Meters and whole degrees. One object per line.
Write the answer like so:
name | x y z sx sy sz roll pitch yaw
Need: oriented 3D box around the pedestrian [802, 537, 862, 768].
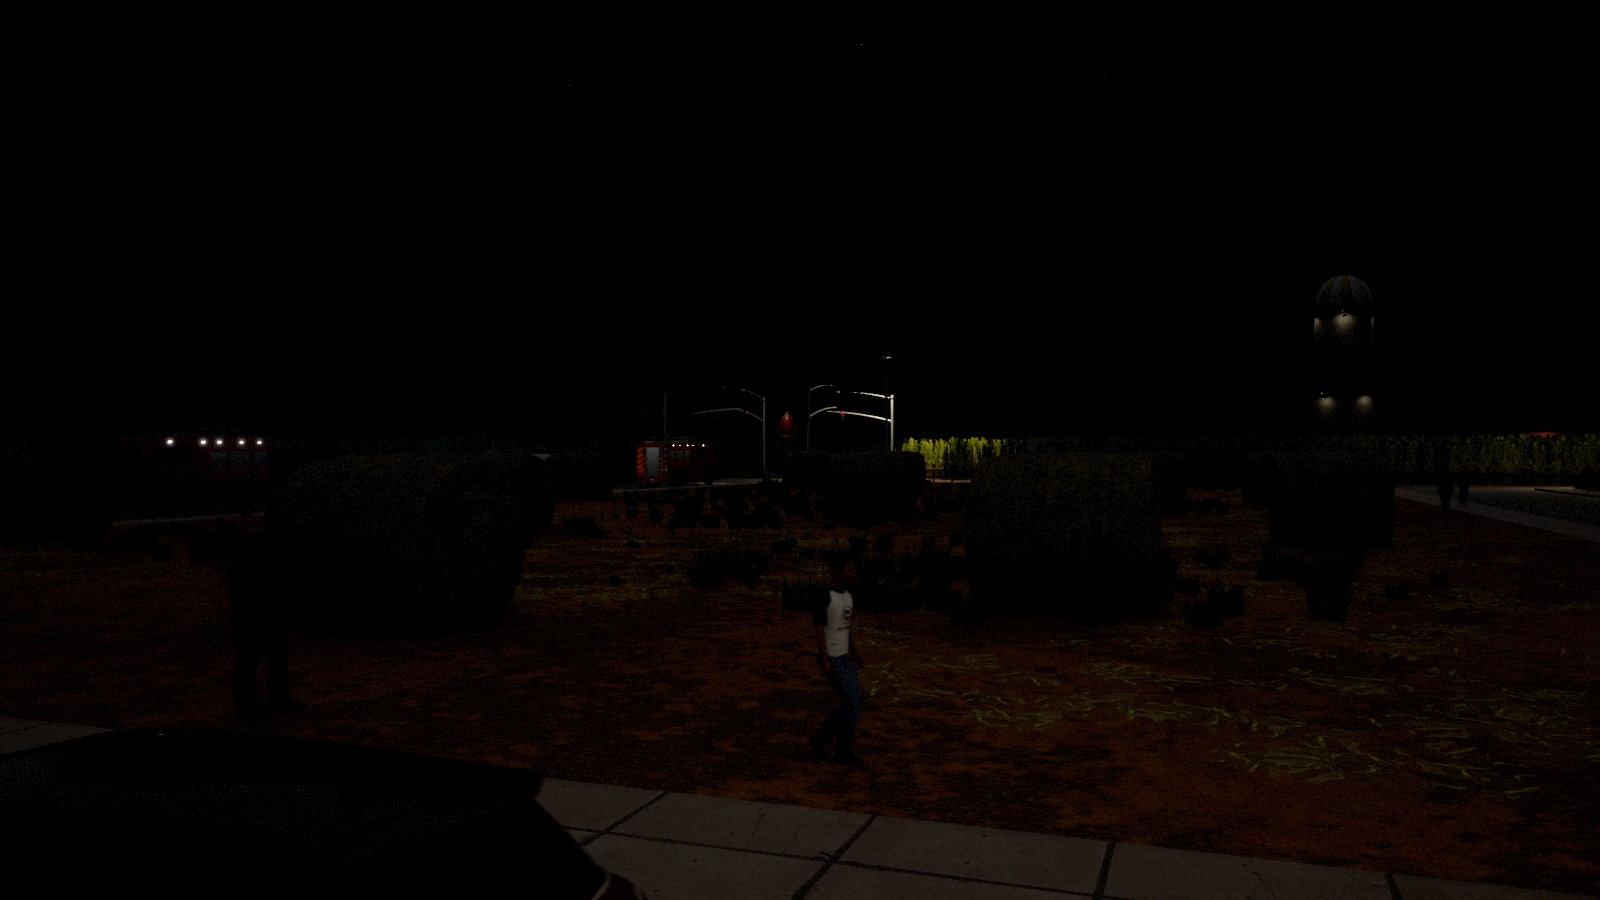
pedestrian | 0.271 1.685 9.639 0.375 1.860 0.375 0 0 27

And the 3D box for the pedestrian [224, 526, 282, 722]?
pedestrian | -5.372 1.691 11.224 0.375 1.860 0.375 0 0 6

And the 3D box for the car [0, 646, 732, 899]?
car | -2.769 1.908 4.340 4.553 1.767 2.097 0 0 20
